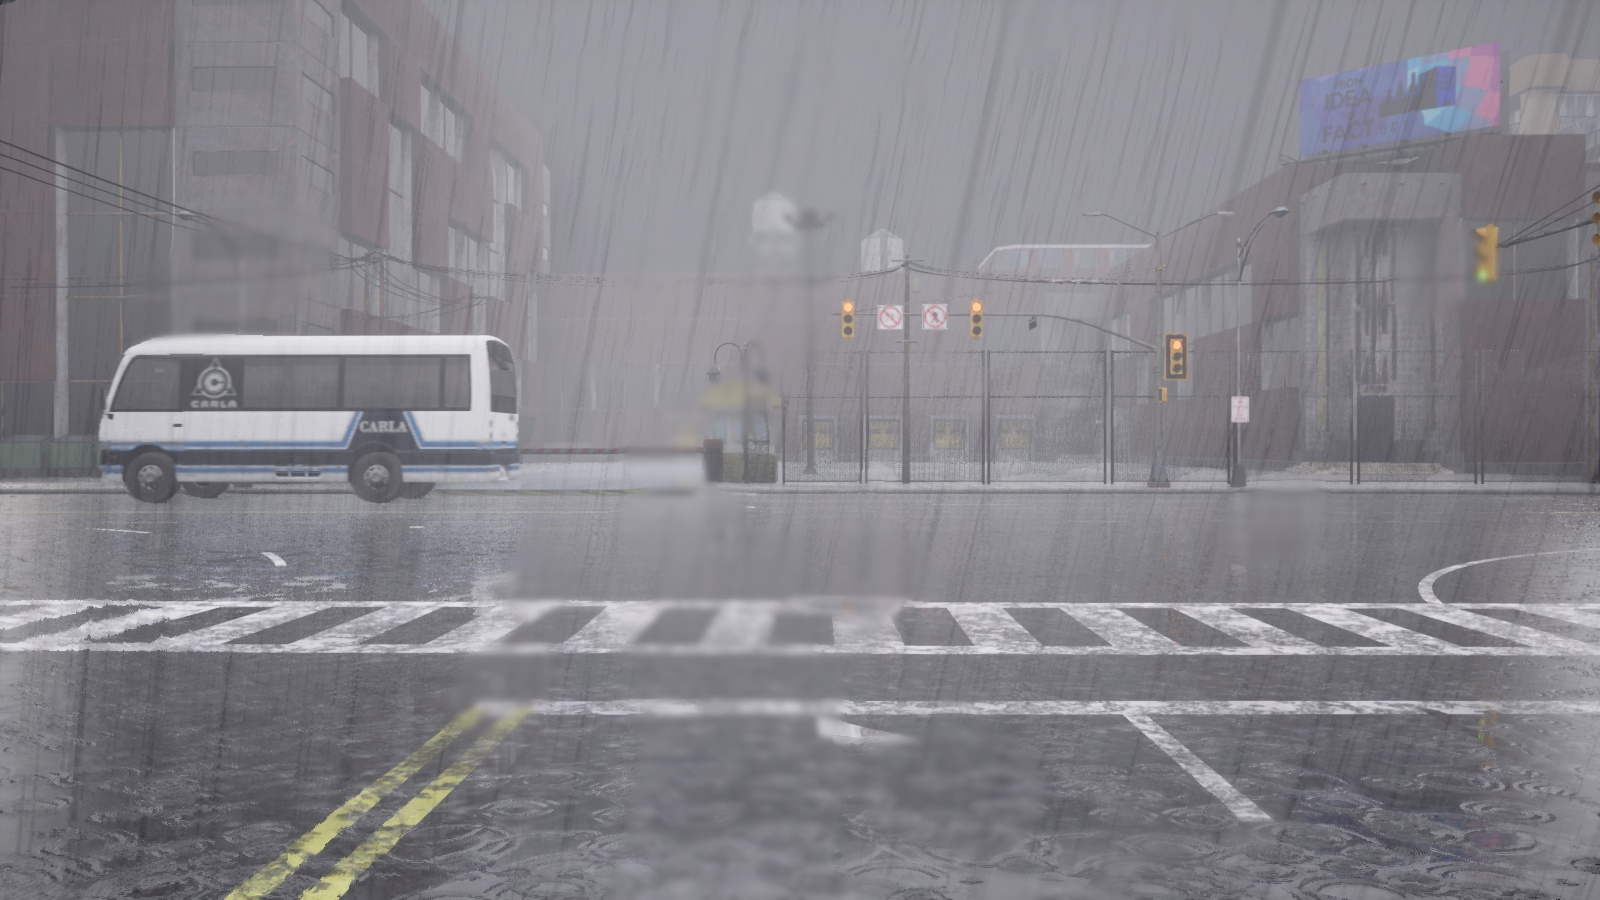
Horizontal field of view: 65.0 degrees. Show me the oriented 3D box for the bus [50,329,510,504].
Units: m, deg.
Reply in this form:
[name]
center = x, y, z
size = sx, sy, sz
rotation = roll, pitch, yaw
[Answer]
[bus]
center = -13.124, -0.824, 32.519
size = 10.273, 4.253, 3.944
rotation = 0, 0, 1
